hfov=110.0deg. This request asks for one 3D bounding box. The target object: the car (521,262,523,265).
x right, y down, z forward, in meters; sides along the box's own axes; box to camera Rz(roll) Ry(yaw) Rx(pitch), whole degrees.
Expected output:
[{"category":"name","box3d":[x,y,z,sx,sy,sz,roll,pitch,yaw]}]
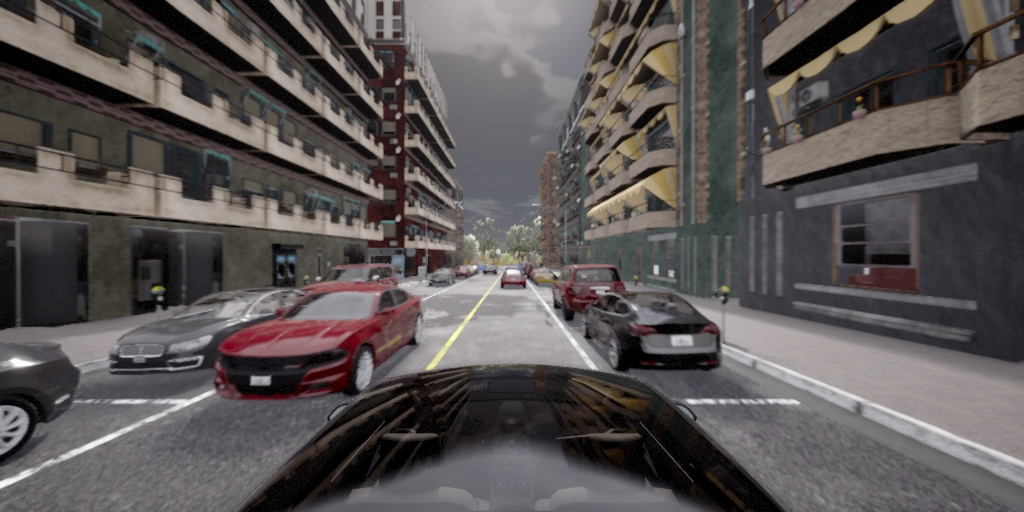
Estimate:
[{"category":"car","box3d":[0.094,1.784,42.976,1.882,1.535,5.008,0,-1,0]}]

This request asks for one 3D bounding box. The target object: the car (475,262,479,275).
[{"category":"car","box3d":[-5.694,1.878,46.158,1.751,1.417,4.829,0,0,0]}]

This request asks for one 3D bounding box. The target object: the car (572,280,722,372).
[{"category":"car","box3d":[2.689,1.397,7.710,1.948,1.339,4.313,0,0,0]}]

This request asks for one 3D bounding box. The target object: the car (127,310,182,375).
[{"category":"car","box3d":[-5.692,1.382,7.662,2.007,1.370,4.403,0,0,0]}]

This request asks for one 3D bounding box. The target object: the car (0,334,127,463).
[{"category":"car","box3d":[-5.691,1.307,2.139,2.007,1.370,4.403,0,0,0]}]

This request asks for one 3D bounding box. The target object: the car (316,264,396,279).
[{"category":"car","box3d":[-5.692,1.220,13.185,2.192,1.841,5.009,0,0,0]}]

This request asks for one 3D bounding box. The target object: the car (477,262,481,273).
[{"category":"car","box3d":[-5.693,1.992,51.851,1.948,1.339,4.313,0,0,0]}]

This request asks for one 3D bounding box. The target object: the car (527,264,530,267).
[{"category":"car","box3d":[2.688,1.785,35.329,1.802,1.307,4.207,0,0,0]}]

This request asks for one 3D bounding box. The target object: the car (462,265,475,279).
[{"category":"car","box3d":[-5.693,1.823,40.804,1.888,1.381,4.507,0,0,0]}]

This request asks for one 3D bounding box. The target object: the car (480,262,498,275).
[{"category":"car","box3d":[-3.002,1.931,50.461,1.882,1.535,5.008,0,-1,0]}]

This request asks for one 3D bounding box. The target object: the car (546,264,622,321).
[{"category":"car","box3d":[2.689,1.220,13.234,2.192,1.841,5.009,0,0,0]}]

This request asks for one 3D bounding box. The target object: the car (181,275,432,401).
[{"category":"car","box3d":[-3.100,1.298,6.926,1.882,1.535,5.008,0,-1,0]}]

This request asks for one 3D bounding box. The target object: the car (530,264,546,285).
[{"category":"car","box3d":[2.688,1.654,29.975,1.751,1.417,4.829,0,0,0]}]

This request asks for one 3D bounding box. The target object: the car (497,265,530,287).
[{"category":"car","box3d":[0.100,1.670,28.070,1.994,1.385,4.181,0,-1,0]}]

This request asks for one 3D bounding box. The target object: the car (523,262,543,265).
[{"category":"car","box3d":[2.688,1.593,40.852,2.192,1.841,5.009,0,0,0]}]

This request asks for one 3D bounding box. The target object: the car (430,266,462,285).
[{"category":"car","box3d":[-5.693,1.680,29.756,2.007,1.370,4.403,0,0,0]}]
